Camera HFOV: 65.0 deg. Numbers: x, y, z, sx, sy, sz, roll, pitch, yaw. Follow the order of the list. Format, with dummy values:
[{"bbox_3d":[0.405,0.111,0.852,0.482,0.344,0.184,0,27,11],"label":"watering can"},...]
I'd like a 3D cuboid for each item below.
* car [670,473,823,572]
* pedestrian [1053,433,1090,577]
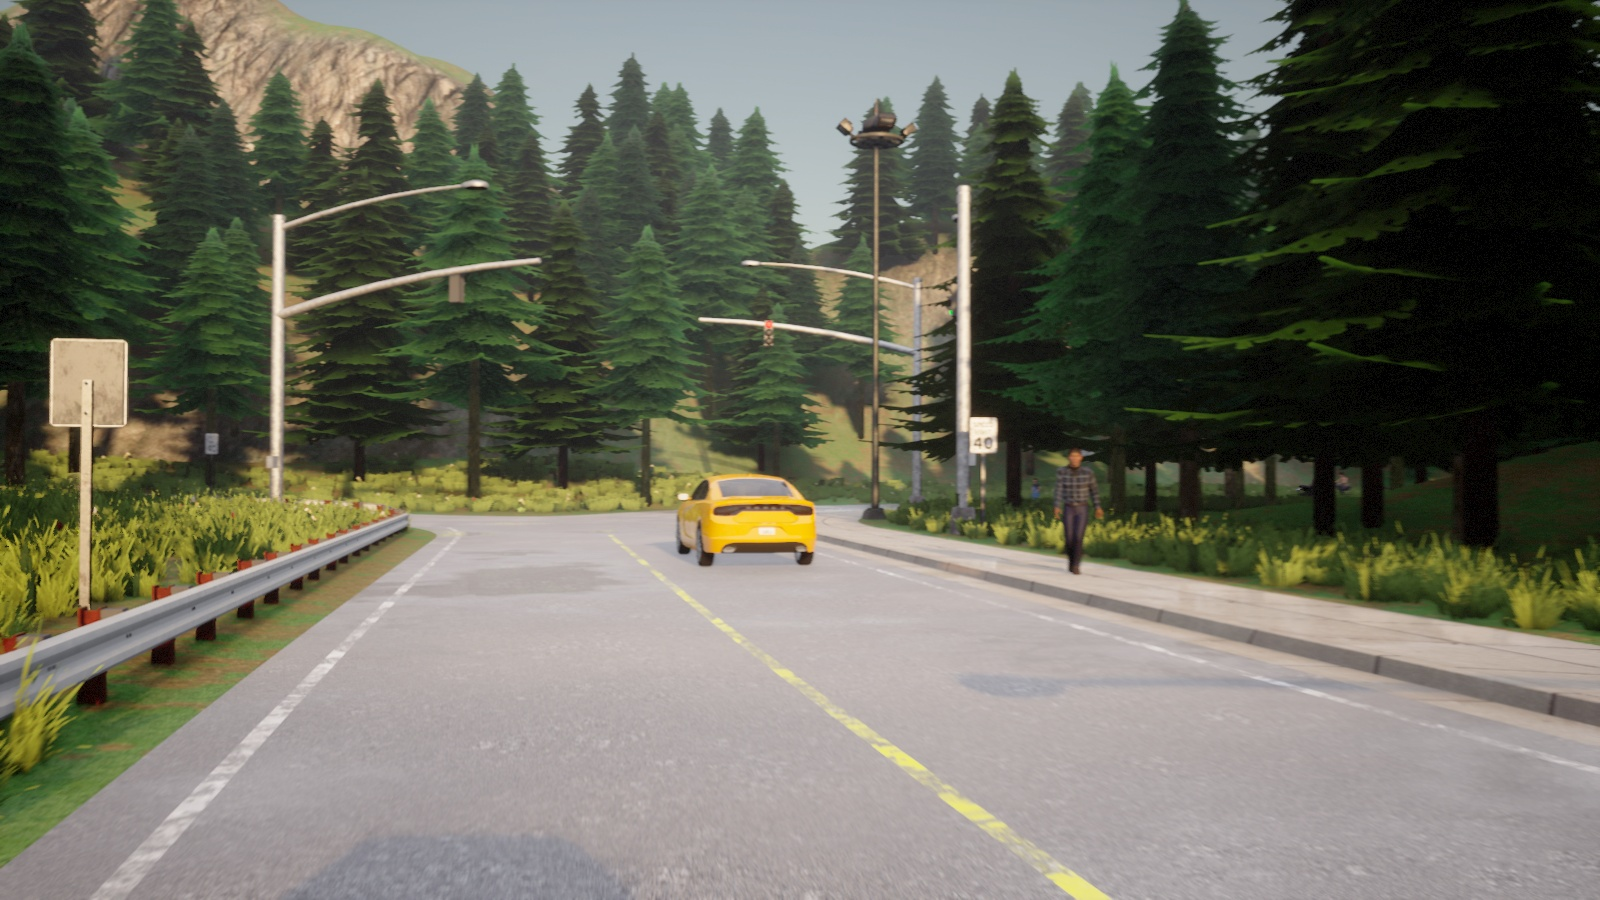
[{"bbox_3d":[-1.086,1.171,22.235,1.882,1.535,5.008,0,-1,-12],"label":"car"},{"bbox_3d":[3.763,0.753,17.399,0.423,1.949,0.788,-1,-1,17],"label":"pedestrian"}]
